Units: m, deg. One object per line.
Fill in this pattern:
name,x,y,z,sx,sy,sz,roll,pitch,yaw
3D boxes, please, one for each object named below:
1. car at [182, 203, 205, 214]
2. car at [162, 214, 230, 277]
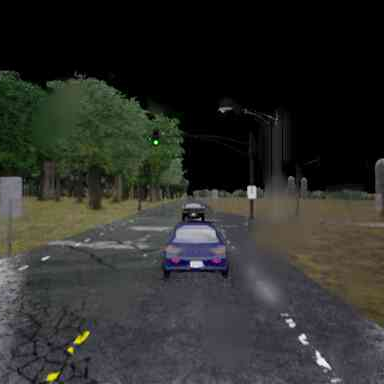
car,0.116,1.723,29.898,1.882,1.535,5.008,0,0,0
car,0.109,1.643,10.542,1.812,1.442,4.674,0,0,0
